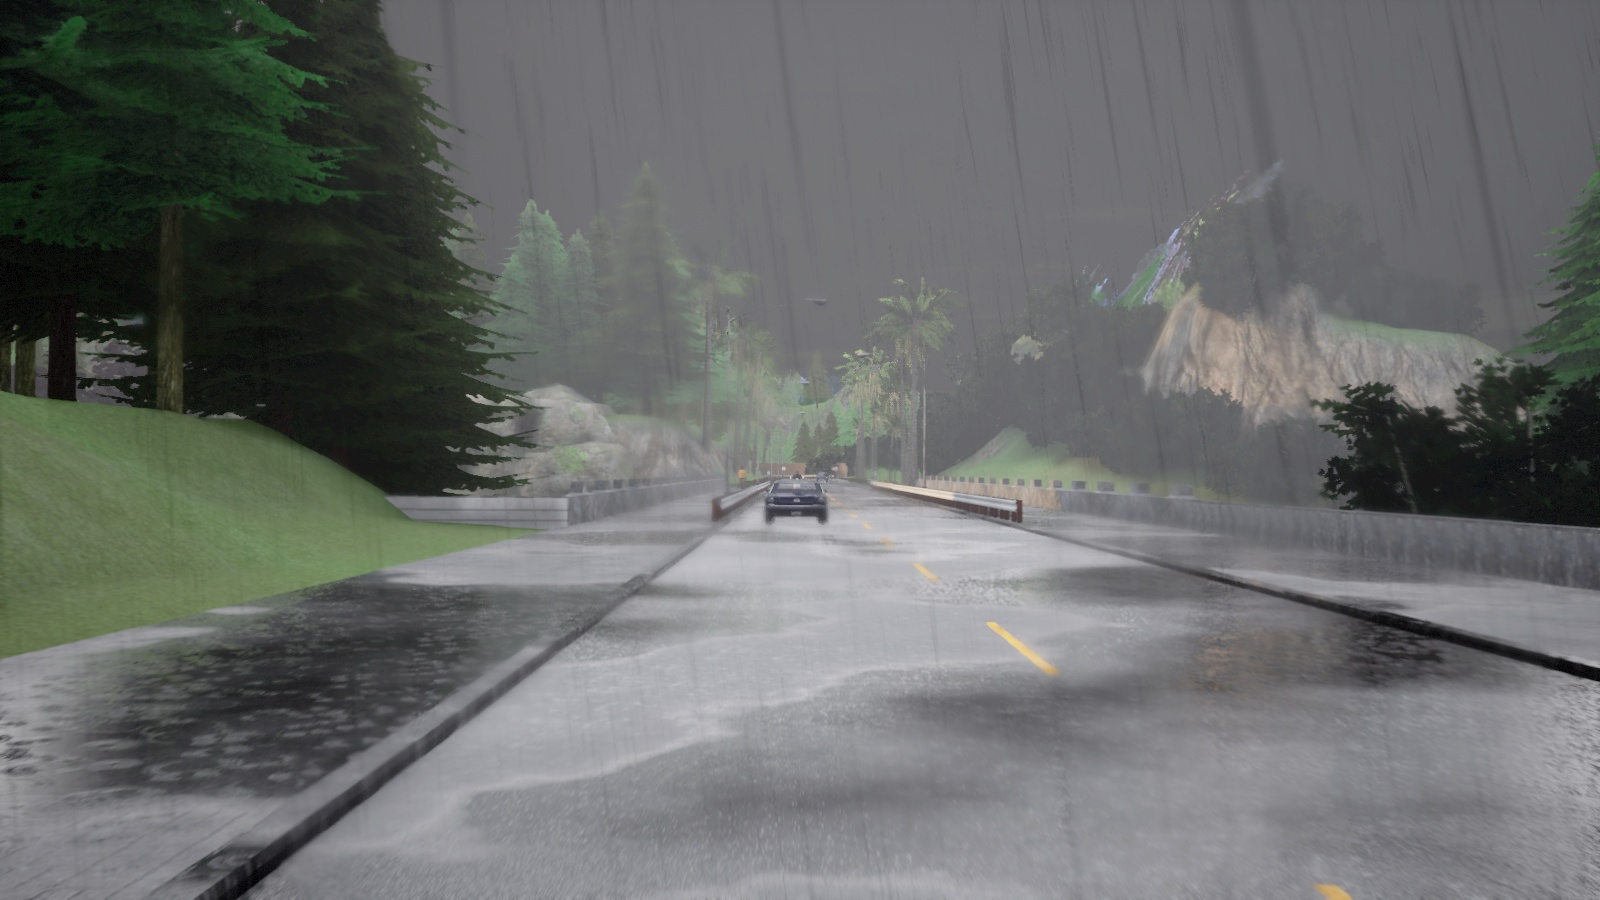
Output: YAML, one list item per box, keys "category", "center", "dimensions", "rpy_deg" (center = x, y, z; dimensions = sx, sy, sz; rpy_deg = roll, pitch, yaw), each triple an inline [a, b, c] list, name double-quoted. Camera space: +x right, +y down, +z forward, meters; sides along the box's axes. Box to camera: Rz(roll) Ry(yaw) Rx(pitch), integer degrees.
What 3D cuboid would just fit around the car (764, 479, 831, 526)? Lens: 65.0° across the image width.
- category: "car"
  center: [-0.083, 1.551, 38.001]
  dimensions: [1.895, 1.301, 4.718]
  rpy_deg: [0, -1, 0]
